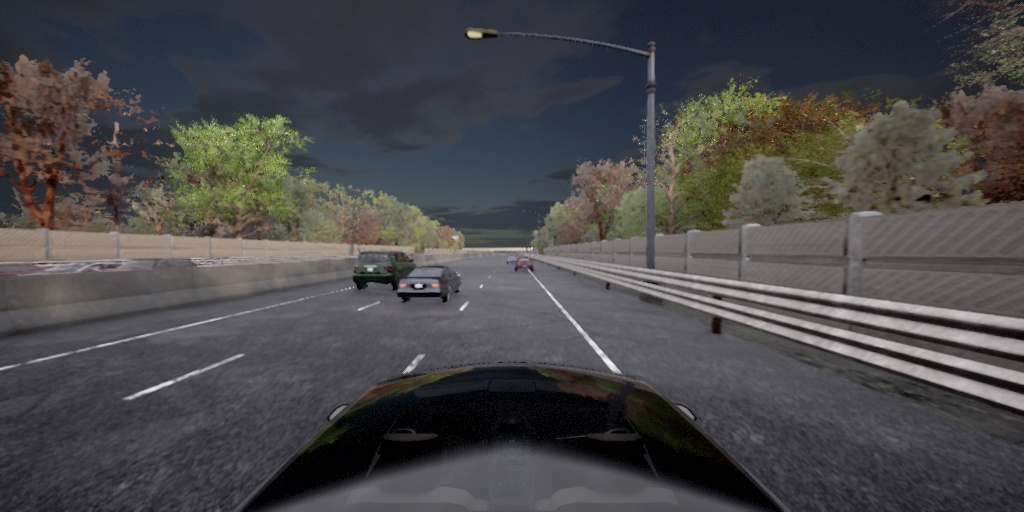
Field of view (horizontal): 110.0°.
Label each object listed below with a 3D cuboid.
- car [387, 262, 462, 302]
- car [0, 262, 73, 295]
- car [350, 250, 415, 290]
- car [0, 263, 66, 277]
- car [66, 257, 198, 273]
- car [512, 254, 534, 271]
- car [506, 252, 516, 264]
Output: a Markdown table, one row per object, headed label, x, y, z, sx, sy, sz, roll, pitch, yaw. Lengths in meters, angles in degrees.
| label | x | y | z | sx | sy | sz | roll | pitch | yaw |
| --- | --- | --- | --- | --- | --- | --- | --- | --- | --- |
| car | -3.396 | 1.100 | 15.573 | 2.033 | 1.411 | 5.357 | 0 | 1 | 0 |
| car | -24.599 | 1.059 | 17.015 | 1.812 | 1.442 | 4.674 | 0 | 1 | 0 |
| car | -6.900 | 0.708 | 20.150 | 2.150 | 2.045 | 5.566 | 0 | 1 | 0 |
| car | -21.091 | 1.014 | 17.709 | 2.128 | 1.511 | 4.902 | 0 | 1 | 0 |
| car | -17.591 | 0.880 | 17.357 | 2.097 | 1.767 | 4.553 | 0 | 1 | 0 |
| car | 1.233 | 0.789 | 36.833 | 1.812 | 1.442 | 4.674 | 0 | 1 | 0 |
| car | 0.014 | 0.566 | 55.900 | 2.033 | 1.411 | 5.357 | 0 | 1 | 0 |
